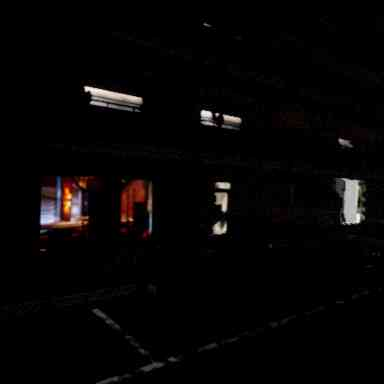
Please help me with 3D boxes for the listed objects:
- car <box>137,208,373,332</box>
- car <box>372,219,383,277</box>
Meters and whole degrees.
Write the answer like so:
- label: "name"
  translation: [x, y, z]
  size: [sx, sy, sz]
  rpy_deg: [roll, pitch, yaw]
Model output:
- label: "car"
  translation: [1.384, 1.313, 7.058]
  size: [5.009, 1.841, 2.192]
  rpy_deg: [0, 1, -35]
- label: "car"
  translation: [5.884, 1.543, 10.275]
  size: [4.507, 1.381, 1.887]
  rpy_deg: [0, 1, -35]
